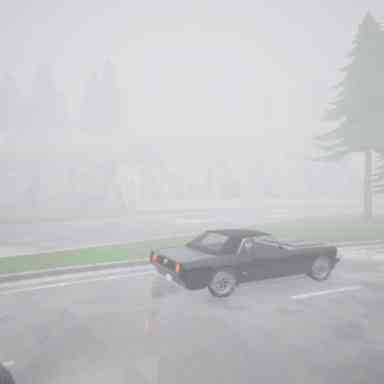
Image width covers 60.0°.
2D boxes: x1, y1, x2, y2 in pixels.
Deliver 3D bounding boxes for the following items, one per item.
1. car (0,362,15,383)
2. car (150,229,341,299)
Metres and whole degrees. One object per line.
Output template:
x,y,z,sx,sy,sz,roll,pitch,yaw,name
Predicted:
-3.296,1.517,1.309,4.674,1.442,1.812,0,0,-35,car
1.456,1.598,8.371,4.718,1.301,1.895,0,0,-27,car
